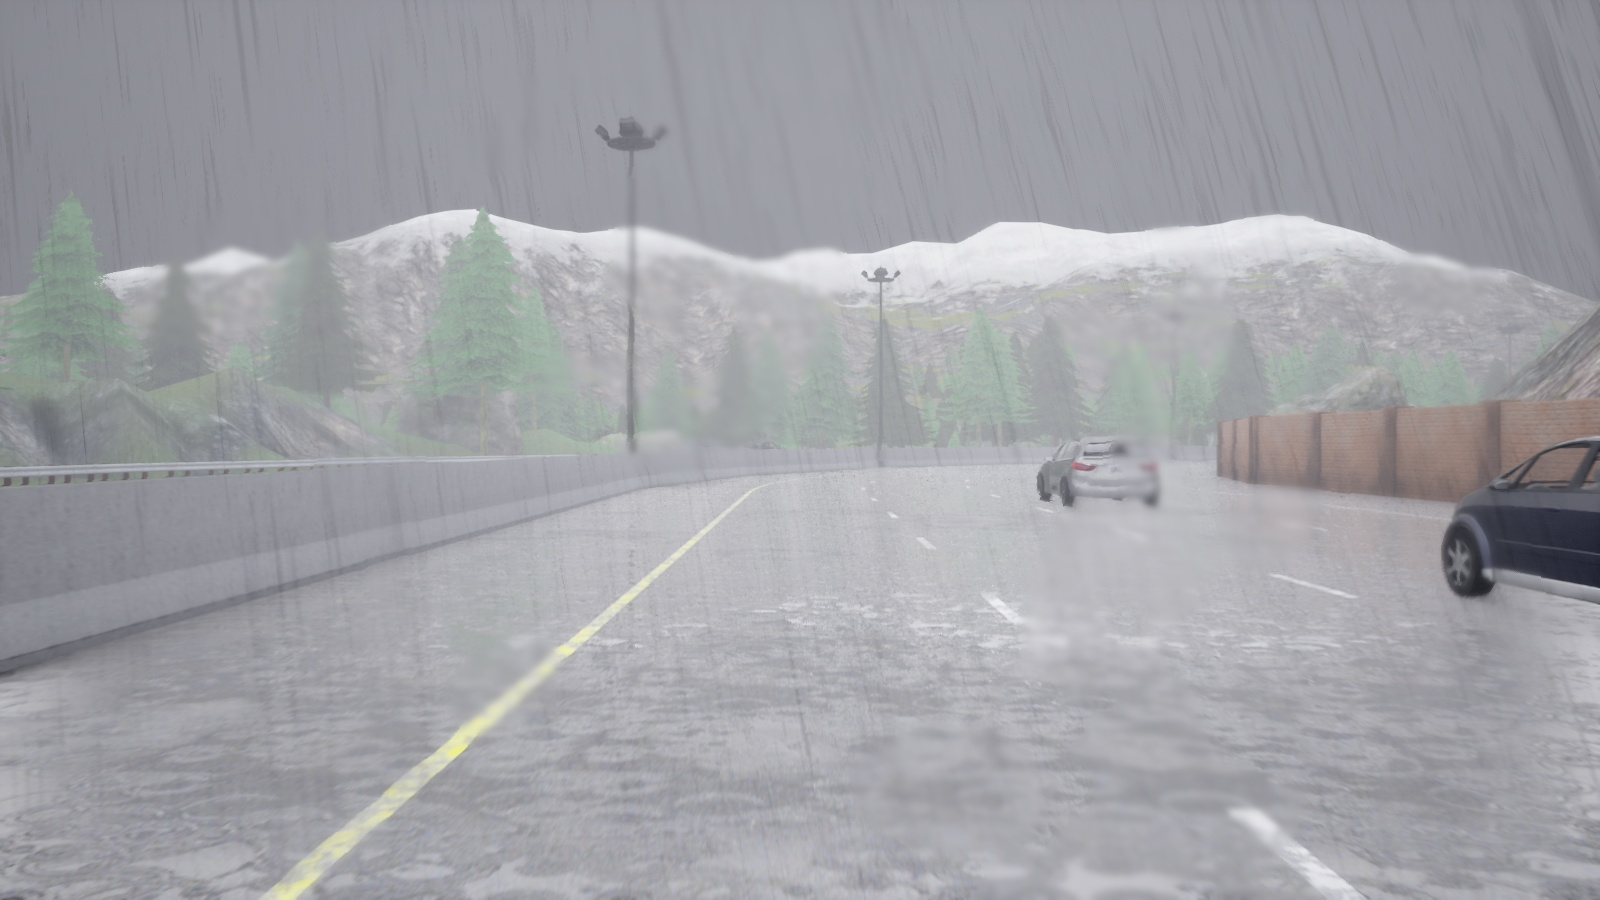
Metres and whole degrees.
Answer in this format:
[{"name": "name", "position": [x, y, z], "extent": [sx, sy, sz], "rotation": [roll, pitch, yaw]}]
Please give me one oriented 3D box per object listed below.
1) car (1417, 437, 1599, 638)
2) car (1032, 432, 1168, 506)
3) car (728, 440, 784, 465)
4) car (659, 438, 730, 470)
[{"name": "car", "position": [7.075, 0.670, 10.734], "extent": [1.789, 1.549, 3.705], "rotation": [0, 0, 0]}, {"name": "car", "position": [7.185, 0.424, 30.601], "extent": [2.242, 1.667, 4.611], "rotation": [0, 0, 0]}, {"name": "car", "position": [-2.943, 0.162, 85.217], "extent": [1.851, 1.617, 3.988], "rotation": [0, 0, 33]}, {"name": "car", "position": [-6.034, 0.192, 72.430], "extent": [2.097, 1.767, 4.553], "rotation": [0, 0, 25]}]
